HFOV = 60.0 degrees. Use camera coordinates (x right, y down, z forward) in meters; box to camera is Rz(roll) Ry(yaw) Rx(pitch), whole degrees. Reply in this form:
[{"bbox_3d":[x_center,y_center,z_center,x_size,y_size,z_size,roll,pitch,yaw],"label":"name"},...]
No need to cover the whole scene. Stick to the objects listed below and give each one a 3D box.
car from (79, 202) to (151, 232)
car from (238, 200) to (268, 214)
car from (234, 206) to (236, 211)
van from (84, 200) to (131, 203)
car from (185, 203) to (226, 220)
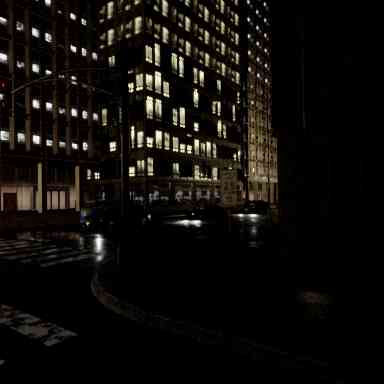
[{"bbox_3d":[-4.623,1.571,20.946,1.837,1.490,4.892,-1,-1,33],"label":"car"},{"bbox_3d":[7.132,1.631,37.240,1.812,1.442,4.674,-1,-1,36],"label":"car"},{"bbox_3d":[6.891,1.689,41.374,1.752,1.417,4.829,-2,-1,36],"label":"car"},{"bbox_3d":[-5.966,1.460,23.481,1.690,1.788,3.998,-2,-1,36],"label":"van"},{"bbox_3d":[1.236,1.649,29.051,1.994,1.385,4.181,-1,-1,36],"label":"car"}]
